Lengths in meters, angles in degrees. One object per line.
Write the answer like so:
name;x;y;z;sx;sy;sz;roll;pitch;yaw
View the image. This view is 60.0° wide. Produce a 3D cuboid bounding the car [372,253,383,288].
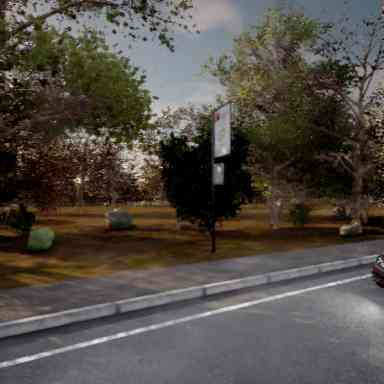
car;6.323;1.560;8.040;4.674;1.442;1.812;0;0;-32
